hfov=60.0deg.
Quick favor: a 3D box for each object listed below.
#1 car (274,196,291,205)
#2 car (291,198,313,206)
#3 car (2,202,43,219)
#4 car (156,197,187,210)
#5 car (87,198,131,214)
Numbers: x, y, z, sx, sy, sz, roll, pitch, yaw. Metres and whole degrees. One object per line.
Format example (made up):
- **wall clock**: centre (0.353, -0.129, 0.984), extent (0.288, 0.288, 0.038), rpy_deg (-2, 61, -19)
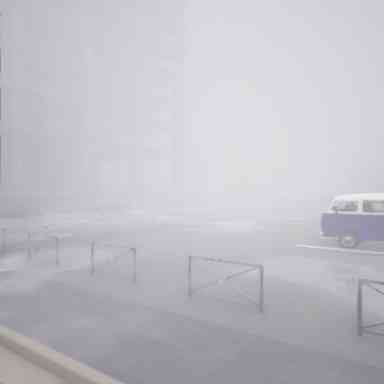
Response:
- **car**: centre (15.356, 1.465, 56.079), extent (1.837, 1.490, 4.892), rpy_deg (0, 0, 35)
- **car**: centre (18.265, 1.558, 54.132), extent (1.895, 1.301, 4.718), rpy_deg (0, 0, 35)
- **car**: centre (-14.624, 1.514, 26.256), extent (2.033, 1.411, 5.357), rpy_deg (0, 0, 35)
- **car**: centre (-2.603, 1.458, 43.184), extent (2.128, 1.511, 4.902), rpy_deg (0, 0, 35)
- **car**: centre (-8.621, 1.444, 34.712), extent (1.882, 1.535, 5.008), rpy_deg (0, 0, 35)
